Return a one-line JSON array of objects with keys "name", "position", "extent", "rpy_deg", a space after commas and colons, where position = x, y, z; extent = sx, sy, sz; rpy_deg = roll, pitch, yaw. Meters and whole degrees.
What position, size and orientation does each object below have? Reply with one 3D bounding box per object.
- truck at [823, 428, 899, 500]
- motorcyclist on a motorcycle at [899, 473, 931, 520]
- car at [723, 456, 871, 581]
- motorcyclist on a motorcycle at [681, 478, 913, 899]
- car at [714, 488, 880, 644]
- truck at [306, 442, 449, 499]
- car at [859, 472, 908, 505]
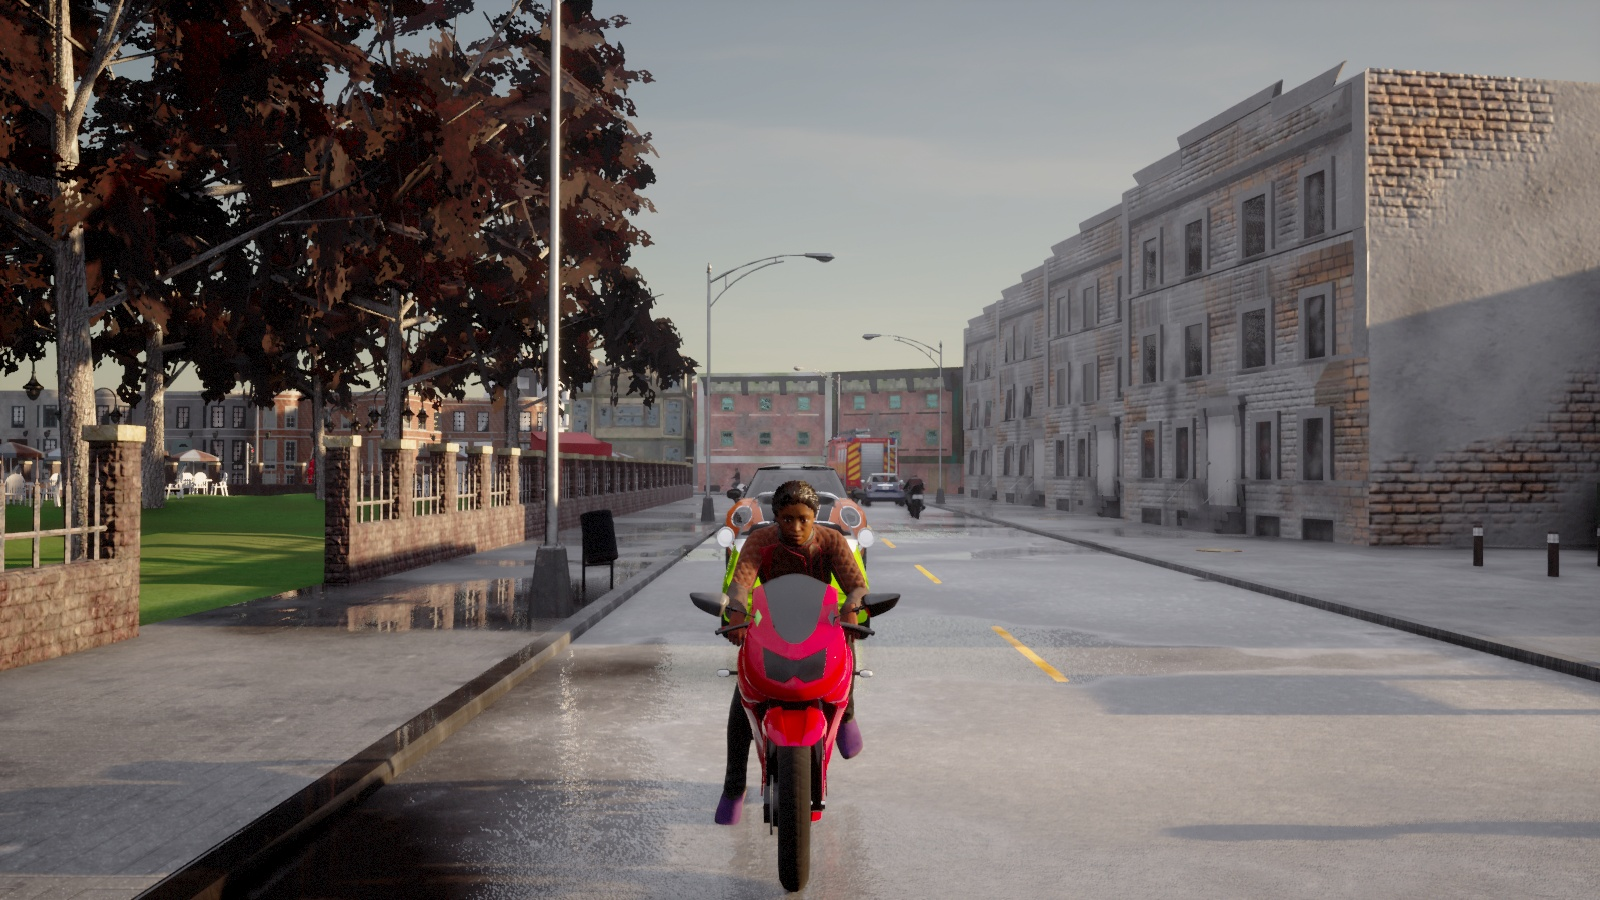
[{"name": "truck", "position": [3.315, 0.817, 70.555], "extent": [2.891, 3.827, 8.468], "rpy_deg": [0, -1, -7]}, {"name": "motorcyclist on a motorcycle", "position": [3.865, 1.543, 42.325], "extent": [0.866, 1.530, 2.191], "rpy_deg": [0, -1, 0]}, {"name": "car", "position": [-0.053, 1.010, 20.121], "extent": [2.097, 1.767, 4.553], "rpy_deg": [0, -1, 0]}, {"name": "motorcyclist on a motorcycle", "position": [-0.014, 0.887, 5.366], "extent": [0.797, 1.523, 2.044], "rpy_deg": [0, -1, 0]}, {"name": "car", "position": [-0.032, 1.077, 12.395], "extent": [1.481, 1.376, 2.207], "rpy_deg": [0, -1, 0]}, {"name": "truck", "position": [-26.326, 1.253, 78.481], "extent": [7.936, 3.462, 2.891], "rpy_deg": [0, -1, 0]}, {"name": "car", "position": [3.804, 1.732, 57.758], "extent": [1.970, 1.475, 3.806], "rpy_deg": [0, -1, 0]}]
